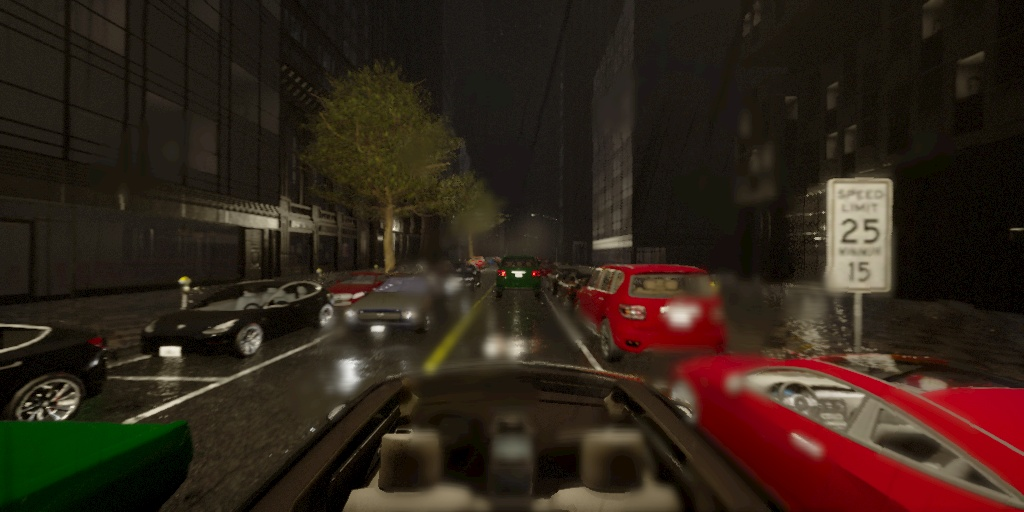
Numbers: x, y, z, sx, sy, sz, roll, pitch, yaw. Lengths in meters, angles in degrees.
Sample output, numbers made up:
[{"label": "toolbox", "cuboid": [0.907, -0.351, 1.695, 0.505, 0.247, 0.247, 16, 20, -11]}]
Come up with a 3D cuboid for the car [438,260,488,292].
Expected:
[{"label": "car", "cuboid": [-2.831, 1.201, 21.083, 2.128, 1.511, 4.902, 1, 0, 1]}]

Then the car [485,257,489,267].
[{"label": "car", "cuboid": [-5.146, 1.016, 53.397, 2.192, 1.841, 5.009, 0, 0, 1]}]

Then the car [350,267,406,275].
[{"label": "car", "cuboid": [-5.713, 1.265, 13.925, 1.802, 1.307, 4.207, 0, 0, 1]}]

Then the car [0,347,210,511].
[{"label": "car", "cuboid": [-3.146, 1.322, 0.191, 1.895, 1.301, 4.718, 1, 0, 1]}]

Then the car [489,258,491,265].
[{"label": "car", "cuboid": [-5.064, 1.272, 59.037, 1.948, 1.339, 4.313, 0, 0, 1]}]

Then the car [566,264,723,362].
[{"label": "car", "cuboid": [2.730, 1.085, 8.162, 2.192, 1.841, 5.009, 0, 0, 1]}]

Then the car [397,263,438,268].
[{"label": "car", "cuboid": [-5.632, 1.121, 19.564, 1.967, 1.591, 4.097, 0, 0, 1]}]

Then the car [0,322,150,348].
[{"label": "car", "cuboid": [-5.875, 1.257, 2.648, 1.948, 1.339, 4.313, 0, 0, 1]}]

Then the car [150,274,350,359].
[{"label": "car", "cuboid": [-5.794, 1.251, 8.287, 1.948, 1.339, 4.313, 0, 0, 1]}]

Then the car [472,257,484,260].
[{"label": "car", "cuboid": [-5.227, 1.242, 47.758, 1.888, 1.381, 4.507, 0, 0, 1]}]

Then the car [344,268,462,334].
[{"label": "car", "cuboid": [-2.997, 1.259, 10.778, 2.033, 1.411, 5.357, 1, 0, 0]}]

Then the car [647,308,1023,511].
[{"label": "car", "cuboid": [2.649, 1.358, 2.523, 1.802, 1.307, 4.207, 0, 0, 1]}]

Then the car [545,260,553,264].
[{"label": "car", "cuboid": [3.054, 1.313, 30.713, 1.888, 1.381, 4.507, 0, 0, 1]}]

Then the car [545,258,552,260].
[{"label": "car", "cuboid": [3.135, 1.087, 36.351, 2.192, 1.841, 5.009, 0, 0, 1]}]

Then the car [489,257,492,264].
[{"label": "car", "cuboid": [-4.983, 1.295, 64.674, 1.802, 1.307, 4.207, 0, 0, 1]}]

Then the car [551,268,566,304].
[{"label": "car", "cuboid": [2.812, 1.334, 13.799, 1.948, 1.339, 4.313, 0, 0, 1]}]

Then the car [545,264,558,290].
[{"label": "car", "cuboid": [2.893, 1.332, 19.436, 1.948, 1.339, 4.313, 0, 0, 1]}]

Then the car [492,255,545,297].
[{"label": "car", "cuboid": [0.334, 0.962, 18.838, 2.150, 2.045, 5.566, 1, 0, 1]}]
